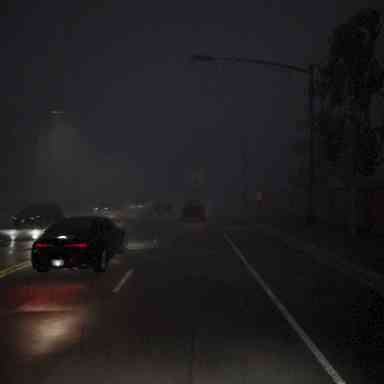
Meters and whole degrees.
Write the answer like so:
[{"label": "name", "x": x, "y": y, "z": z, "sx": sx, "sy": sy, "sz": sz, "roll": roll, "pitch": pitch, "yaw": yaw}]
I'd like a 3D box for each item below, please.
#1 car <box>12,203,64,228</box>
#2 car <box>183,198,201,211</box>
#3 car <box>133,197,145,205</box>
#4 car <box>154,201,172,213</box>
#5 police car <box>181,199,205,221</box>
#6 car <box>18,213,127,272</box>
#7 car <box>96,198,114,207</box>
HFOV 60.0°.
[{"label": "car", "x": -10.578, "y": 1.584, "z": 23.207, "sx": 1.837, "sy": 1.490, "sz": 4.892, "roll": 0, "pitch": -1, "yaw": 0}, {"label": "car", "x": 0.012, "y": 1.640, "z": 43.933, "sx": 2.128, "sy": 1.511, "sz": 4.902, "roll": 0, "pitch": 0, "yaw": 0}, {"label": "car", "x": -10.504, "y": 1.703, "z": 65.892, "sx": 1.895, "sy": 1.301, "sz": 4.718, "roll": 0, "pitch": 0, "yaw": 0}, {"label": "car", "x": -3.402, "y": 1.734, "z": 39.635, "sx": 1.895, "sy": 1.301, "sz": 4.718, "roll": 0, "pitch": 0, "yaw": 0}, {"label": "police car", "x": 0.098, "y": 1.522, "z": 28.767, "sx": 1.930, "sy": 1.638, "sz": 5.238, "roll": 0, "pitch": -1, "yaw": 0}, {"label": "car", "x": -3.402, "y": 1.542, "z": 10.844, "sx": 1.837, "sy": 1.490, "sz": 4.892, "roll": 0, "pitch": 0, "yaw": 0}, {"label": "car", "x": -14.005, "y": 1.659, "z": 53.851, "sx": 1.882, "sy": 1.535, "sz": 5.008, "roll": 0, "pitch": 0, "yaw": 0}]
